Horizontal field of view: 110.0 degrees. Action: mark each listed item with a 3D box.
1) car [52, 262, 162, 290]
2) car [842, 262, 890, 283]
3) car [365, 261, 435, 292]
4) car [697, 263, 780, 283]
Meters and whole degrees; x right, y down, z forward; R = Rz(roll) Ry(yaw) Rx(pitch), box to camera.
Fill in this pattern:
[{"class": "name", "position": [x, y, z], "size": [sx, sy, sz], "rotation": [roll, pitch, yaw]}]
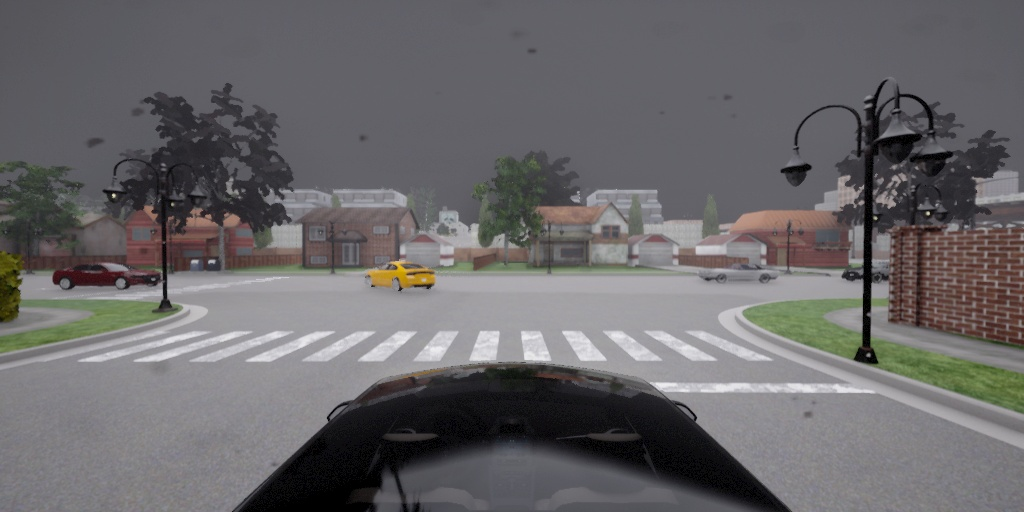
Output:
[{"class": "car", "position": [-23.251, 1.090, 20.732], "size": [5.008, 1.535, 1.882], "rotation": [0, 1, 0]}, {"class": "car", "position": [25.450, 1.119, 24.727], "size": [4.181, 1.385, 1.994], "rotation": [0, 1, 1]}, {"class": "car", "position": [-6.226, 1.052, 19.654], "size": [5.008, 1.535, 1.882], "rotation": [0, 0, 43]}, {"class": "car", "position": [15.447, 1.155, 24.692], "size": [4.718, 1.301, 1.895], "rotation": [0, 1, 0]}]
